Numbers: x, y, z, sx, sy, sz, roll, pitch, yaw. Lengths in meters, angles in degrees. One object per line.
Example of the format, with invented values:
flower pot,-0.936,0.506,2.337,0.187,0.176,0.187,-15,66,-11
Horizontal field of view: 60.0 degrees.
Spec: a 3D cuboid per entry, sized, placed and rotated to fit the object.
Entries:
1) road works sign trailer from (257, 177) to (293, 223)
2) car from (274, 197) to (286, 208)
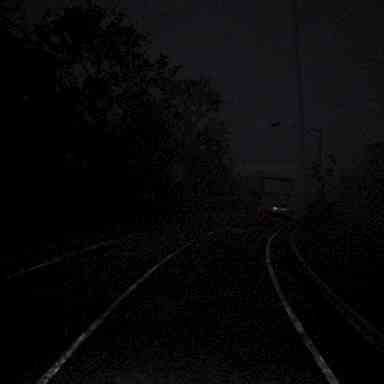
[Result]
road works sign trailer,6.799,0.627,27.058,2.380,3.560,2.880,7,-14,18
car,17.862,2.069,67.514,2.150,2.045,5.566,2,0,18
